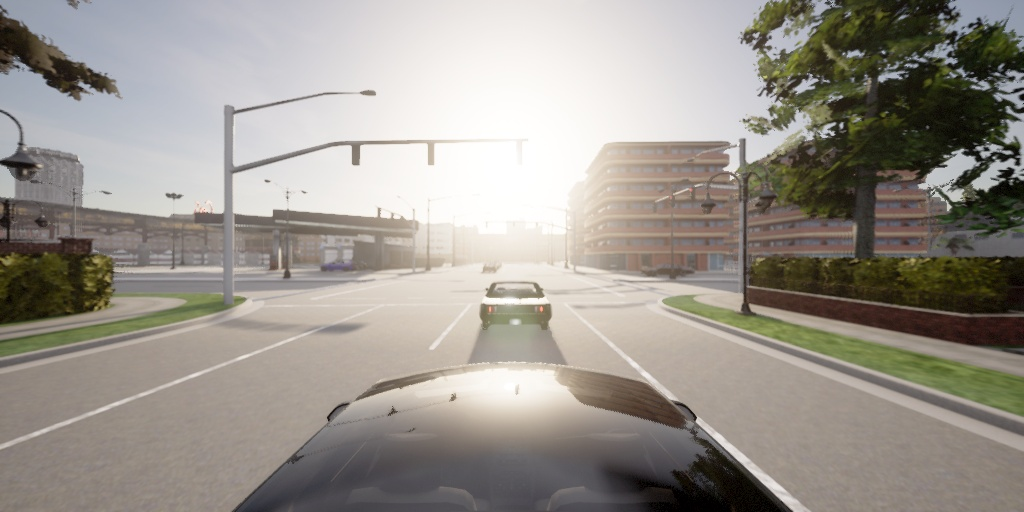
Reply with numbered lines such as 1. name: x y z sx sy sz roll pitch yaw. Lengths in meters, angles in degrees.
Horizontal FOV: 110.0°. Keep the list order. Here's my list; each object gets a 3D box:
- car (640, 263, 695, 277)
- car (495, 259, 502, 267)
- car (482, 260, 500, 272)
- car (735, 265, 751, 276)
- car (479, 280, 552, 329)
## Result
1. car: 16.609 1.477 38.436 5.357 1.411 2.033 0 0 1
2. car: -3.192 1.598 59.851 1.994 1.385 4.181 0 0 0
3. car: -3.092 1.587 49.936 1.895 1.301 4.718 0 0 -1
4. car: 26.560 1.421 38.353 4.902 1.511 2.128 0 0 1
5. car: 0.070 1.398 11.355 1.895 1.301 4.718 0 0 -1
